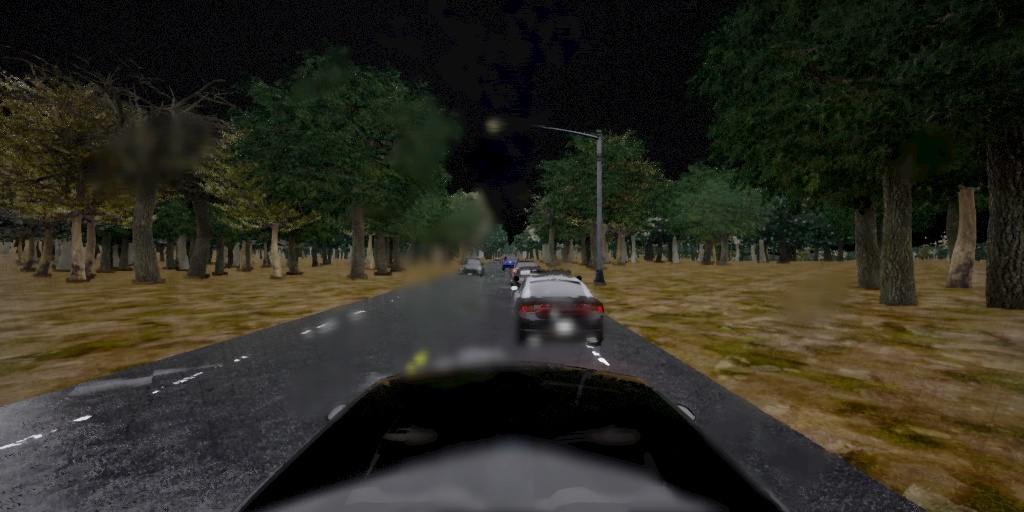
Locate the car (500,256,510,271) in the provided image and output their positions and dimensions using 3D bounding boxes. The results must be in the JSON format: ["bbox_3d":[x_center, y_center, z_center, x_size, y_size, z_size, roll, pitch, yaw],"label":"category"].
[{"bbox_3d":[-0.206,0.952,49.465,2.150,2.045,5.566,0,0,0],"label":"car"}]

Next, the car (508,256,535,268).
[{"bbox_3d":[0.934,1.101,25.439,2.097,1.767,4.553,0,0,0],"label":"car"}]

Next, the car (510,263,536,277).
[{"bbox_3d":[0.965,1.279,19.468,1.812,1.442,4.674,0,0,0],"label":"car"}]

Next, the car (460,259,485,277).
[{"bbox_3d":[-3.761,1.096,34.792,2.097,1.767,4.553,0,0,0],"label":"car"}]

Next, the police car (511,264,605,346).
[{"bbox_3d":[1.013,1.178,9.575,1.930,1.638,5.238,0,0,0],"label":"police car"}]
